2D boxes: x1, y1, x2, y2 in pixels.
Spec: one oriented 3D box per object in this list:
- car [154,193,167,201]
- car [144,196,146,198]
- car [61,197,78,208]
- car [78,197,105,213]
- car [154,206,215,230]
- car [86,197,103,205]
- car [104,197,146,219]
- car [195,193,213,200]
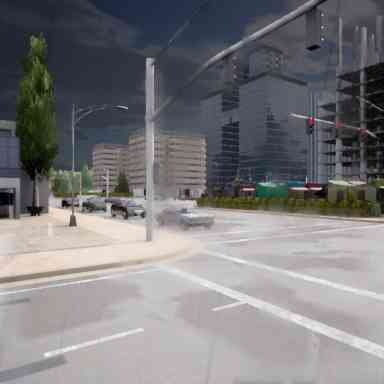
[{"bbox_3d":[-7.812,1.160,78.617,3.866,1.878,1.905,0,0,-34],"label":"car"},{"bbox_3d":[-9.390,1.157,81.044,4.605,1.855,1.932,0,0,-34],"label":"car"},{"bbox_3d":[-17.297,1.493,47.368,2.128,1.511,4.902,0,0,-32],"label":"car"},{"bbox_3d":[-11.075,1.506,37.569,1.837,1.490,4.892,0,0,-33],"label":"car"},{"bbox_3d":[-0.564,1.602,21.137,1.895,1.301,4.718,0,0,-33],"label":"car"},{"bbox_3d":[-18.307,1.566,62.200,1.994,1.385,4.181,0,0,-33],"label":"car"},{"bbox_3d":[-5.613,1.493,29.027,2.128,1.511,4.902,0,0,-33],"label":"car"},{"bbox_3d":[3.220,1.160,62.388,3.866,1.878,1.905,0,0,-34],"label":"car"}]
